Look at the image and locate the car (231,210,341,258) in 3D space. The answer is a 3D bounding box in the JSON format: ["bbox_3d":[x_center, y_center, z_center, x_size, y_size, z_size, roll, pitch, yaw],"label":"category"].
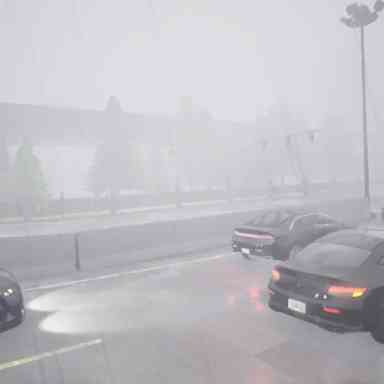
[{"bbox_3d":[3.428,1.306,10.539,4.902,1.511,2.128,-3,2,-36],"label":"car"}]

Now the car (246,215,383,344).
[{"bbox_3d":[3.387,1.427,6.194,4.674,1.442,1.812,-2,1,-36],"label":"car"}]

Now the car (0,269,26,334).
[{"bbox_3d":[-4.701,1.563,4.698,4.181,1.385,1.994,0,0,-36],"label":"car"}]

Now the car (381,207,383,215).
[{"bbox_3d":[10.917,0.823,15.936,4.892,1.490,1.837,-4,2,-36],"label":"car"}]
